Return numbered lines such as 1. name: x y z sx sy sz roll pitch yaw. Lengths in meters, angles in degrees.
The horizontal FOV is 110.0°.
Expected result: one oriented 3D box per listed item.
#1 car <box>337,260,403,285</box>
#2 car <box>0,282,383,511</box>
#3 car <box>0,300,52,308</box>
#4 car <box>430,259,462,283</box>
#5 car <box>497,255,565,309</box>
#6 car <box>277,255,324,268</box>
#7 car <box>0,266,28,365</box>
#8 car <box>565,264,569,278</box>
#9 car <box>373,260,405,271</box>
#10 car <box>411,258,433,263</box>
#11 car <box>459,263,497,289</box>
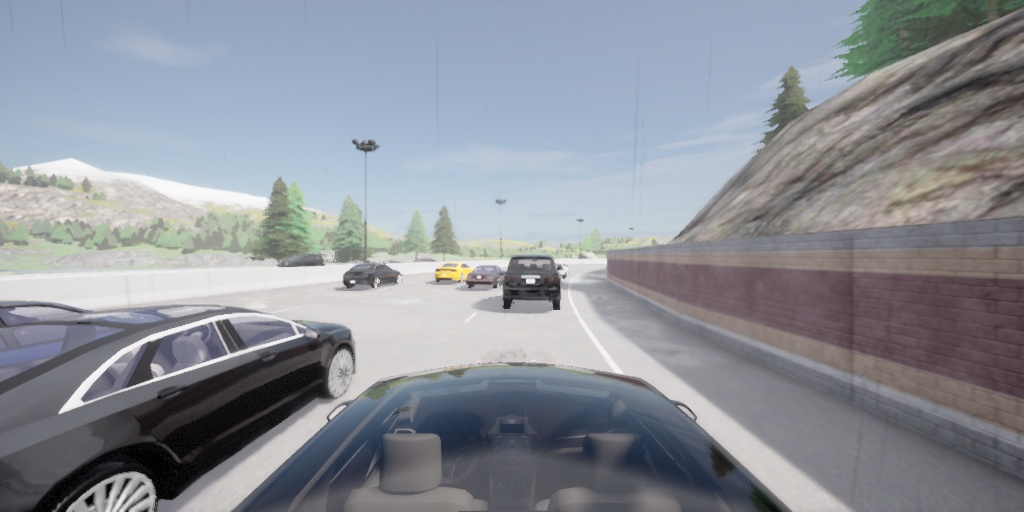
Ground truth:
1. car: -8.621 1.210 22.605 1.837 1.490 4.892 0 0 9
2. car: -3.296 1.230 3.532 2.128 1.511 4.902 0 0 1
3. car: -6.821 1.274 4.463 2.033 1.411 5.357 0 0 2
4. car: -4.232 1.193 27.422 1.882 1.535 5.008 0 0 11
5. car: 0.921 0.963 15.057 2.150 2.045 5.566 0 0 6
6. car: -25.694 0.856 43.917 2.150 2.045 5.566 0 0 16
7. car: -10.245 1.067 4.524 2.097 1.767 4.553 0 0 1
8. car: 4.202 1.263 33.070 1.812 1.442 4.674 0 0 14
9. car: -16.786 1.223 49.168 1.994 1.385 4.181 0 0 18
10. car: -12.564 1.021 50.728 2.097 1.767 4.553 0 0 19
11. car: -1.486 1.275 23.222 2.033 1.411 5.357 0 0 10
